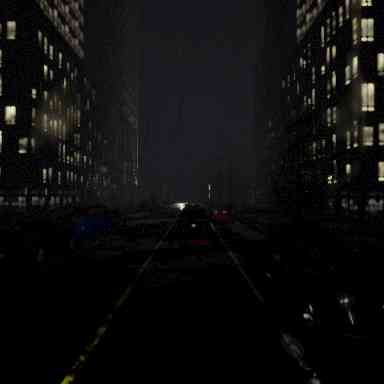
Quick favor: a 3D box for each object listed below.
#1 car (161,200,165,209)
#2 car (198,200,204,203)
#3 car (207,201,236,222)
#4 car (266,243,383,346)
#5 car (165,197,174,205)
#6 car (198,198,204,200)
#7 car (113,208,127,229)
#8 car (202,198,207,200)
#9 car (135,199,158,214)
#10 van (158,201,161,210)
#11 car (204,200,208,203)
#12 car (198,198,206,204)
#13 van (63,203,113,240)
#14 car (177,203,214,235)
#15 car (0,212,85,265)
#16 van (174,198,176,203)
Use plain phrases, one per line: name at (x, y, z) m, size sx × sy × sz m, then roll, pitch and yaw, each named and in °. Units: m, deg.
car at (-5.723, 2.074, 52.005) m, size 1.947 × 1.339 × 4.313 m, roll 0°, pitch -1°, yaw 0°
car at (0.074, 1.942, 38.333) m, size 1.994 × 1.385 × 4.181 m, roll 0°, pitch -1°, yaw 0°
car at (2.674, 1.730, 29.229) m, size 1.967 × 1.590 × 4.097 m, roll 0°, pitch -1°, yaw 0°
car at (2.689, 1.632, 6.462) m, size 1.947 × 1.339 × 4.313 m, roll 0°, pitch -1°, yaw 0°
car at (-5.738, 2.247, 74.602) m, size 1.752 × 1.417 × 4.829 m, roll 0°, pitch -1°, yaw 0°
car at (2.643, 2.163, 74.763) m, size 1.967 × 1.590 × 4.097 m, roll 0°, pitch -1°, yaw 0°
car at (-5.704, 1.817, 23.545) m, size 1.802 × 1.307 × 4.206 m, roll 0°, pitch -1°, yaw 0°
car at (2.662, 1.981, 46.474) m, size 1.752 × 1.417 × 4.829 m, roll 0°, pitch -1°, yaw 0°
car at (-5.715, 1.840, 40.621) m, size 1.967 × 1.590 × 4.097 m, roll 0°, pitch -1°, yaw 0°
van at (-5.718, 1.795, 46.315) m, size 1.690 × 1.788 × 3.998 m, roll 0°, pitch -1°, yaw 0°
car at (2.665, 1.981, 40.612) m, size 1.802 × 1.307 × 4.206 m, roll 0°, pitch -1°, yaw 0°
car at (2.631, 2.432, 91.837) m, size 2.008 × 1.369 × 4.403 m, roll 0°, pitch -1°, yaw 0°
van at (-5.699, 1.521, 17.856) m, size 1.690 × 1.788 × 3.998 m, roll 0°, pitch -1°, yaw 0°
car at (0.086, 1.682, 20.430) m, size 1.882 × 1.535 × 5.008 m, roll 0°, pitch -1°, yaw 0°
car at (-5.696, 1.668, 12.161) m, size 1.887 × 1.381 × 4.507 m, roll 0°, pitch -1°, yaw 0°
van at (-5.745, 2.170, 86.158) m, size 1.690 × 1.788 × 3.998 m, roll 0°, pitch -1°, yaw 0°
